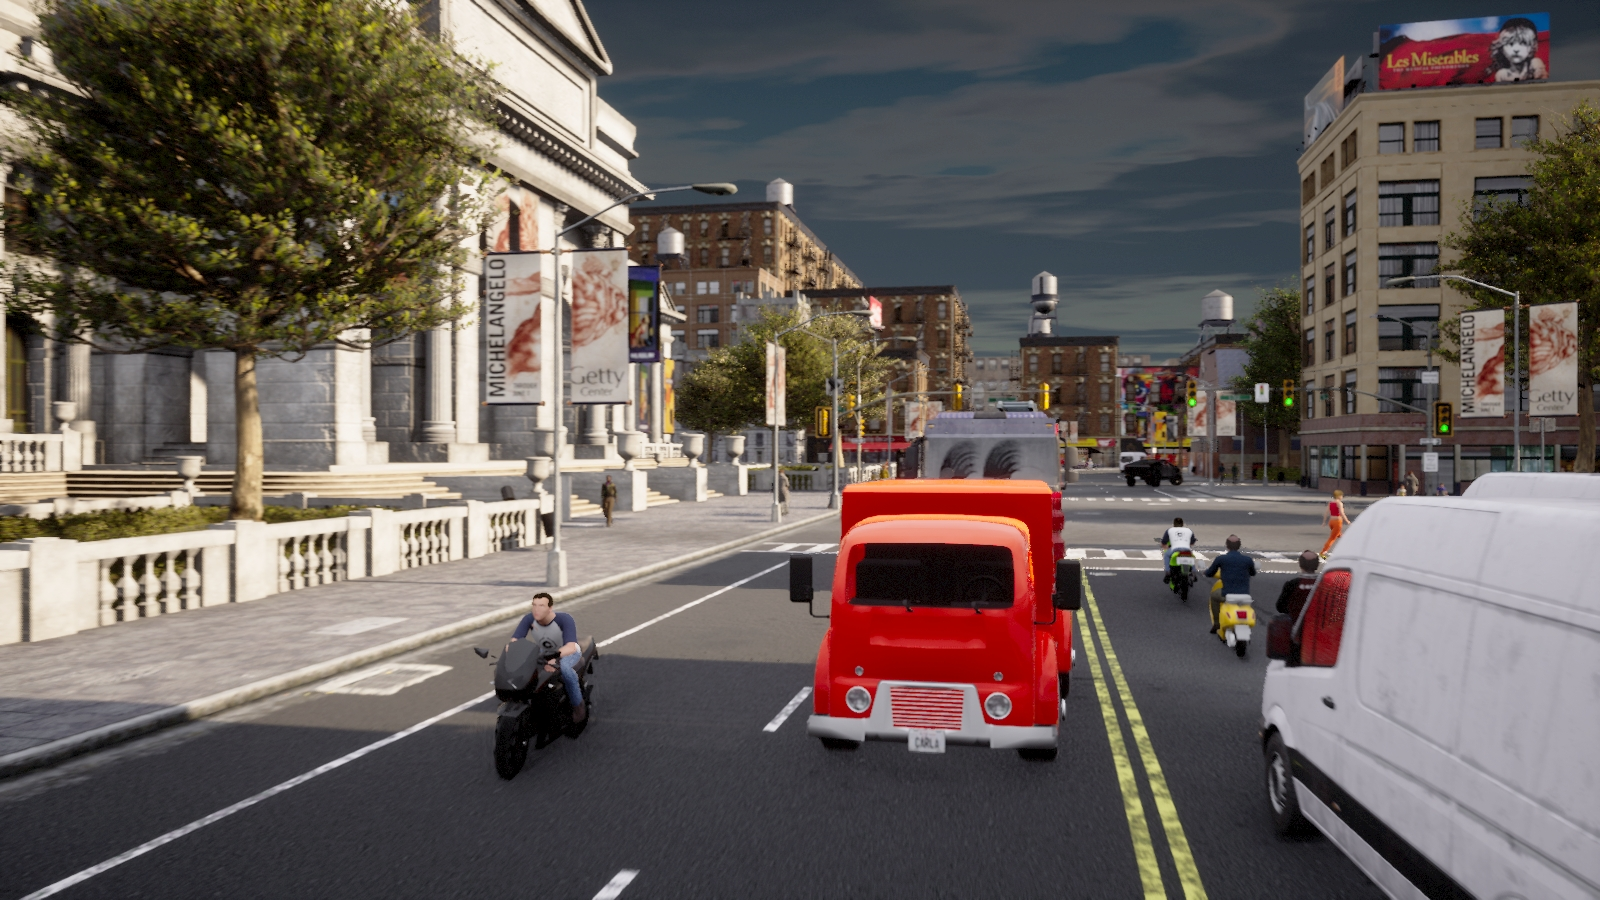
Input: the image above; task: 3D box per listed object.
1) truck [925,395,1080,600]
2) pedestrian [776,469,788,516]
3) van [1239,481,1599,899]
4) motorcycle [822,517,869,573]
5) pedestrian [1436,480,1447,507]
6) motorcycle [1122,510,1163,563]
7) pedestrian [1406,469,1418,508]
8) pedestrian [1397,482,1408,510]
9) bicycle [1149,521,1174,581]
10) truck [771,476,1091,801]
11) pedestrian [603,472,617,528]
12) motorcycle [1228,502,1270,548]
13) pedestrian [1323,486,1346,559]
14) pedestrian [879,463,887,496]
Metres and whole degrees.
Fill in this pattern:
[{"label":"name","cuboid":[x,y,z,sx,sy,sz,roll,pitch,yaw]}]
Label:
[{"label":"truck","cuboid":[4.717,0.892,25.740,2.891,3.827,8.468,0,0,12]},{"label":"pedestrian","cuboid":[-0.714,1.697,45.764,0.375,1.860,0.375,0,0,14]},{"label":"van","cuboid":[4.250,1.536,6.380,1.988,2.561,5.915,0,0,7]},{"label":"motorcycle","cuboid":[1.097,2.213,26.947,0.803,1.145,2.033,1,0,11]},{"label":"pedestrian","cuboid":[31.336,2.140,55.801,0.375,1.300,0.375,0,0,11]},{"label":"motorcycle","cuboid":[8.733,2.186,29.189,0.856,1.236,1.805,0,0,11]},{"label":"pedestrian","cuboid":[29.335,1.859,54.769,0.375,1.860,0.375,0,0,-2]},{"label":"pedestrian","cuboid":[28.092,2.140,53.269,0.375,1.300,0.375,0,0,11]},{"label":"bicycle","cuboid":[8.008,2.213,25.345,0.329,1.171,1.835,0,0,11]},{"label":"truck","cuboid":[1.575,1.568,11.951,2.627,2.467,5.204,0,0,12]},{"label":"pedestrian","cuboid":[-6.440,1.694,38.702,0.375,1.860,0.375,0,0,6]},{"label":"motorcycle","cuboid":[13.205,2.187,33.621,0.856,1.236,1.805,0,0,12]},{"label":"pedestrian","cuboid":[13.689,1.854,29.272,0.375,1.860,0.375,0,0,-12]},{"label":"pedestrian","cuboid":[4.771,1.701,65.525,0.375,1.860,0.375,0,0,18]}]
